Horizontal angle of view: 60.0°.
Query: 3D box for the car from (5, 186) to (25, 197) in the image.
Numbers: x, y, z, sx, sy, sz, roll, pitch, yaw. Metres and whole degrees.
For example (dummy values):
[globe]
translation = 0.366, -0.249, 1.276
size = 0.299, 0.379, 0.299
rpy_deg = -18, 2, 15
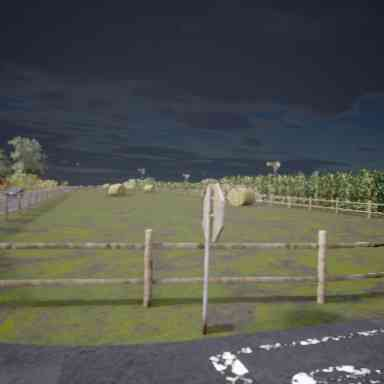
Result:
[car]
translation = -24.725, -0.027, 46.636
size = 2.128, 1.511, 4.902
rpy_deg = 2, 1, -17
